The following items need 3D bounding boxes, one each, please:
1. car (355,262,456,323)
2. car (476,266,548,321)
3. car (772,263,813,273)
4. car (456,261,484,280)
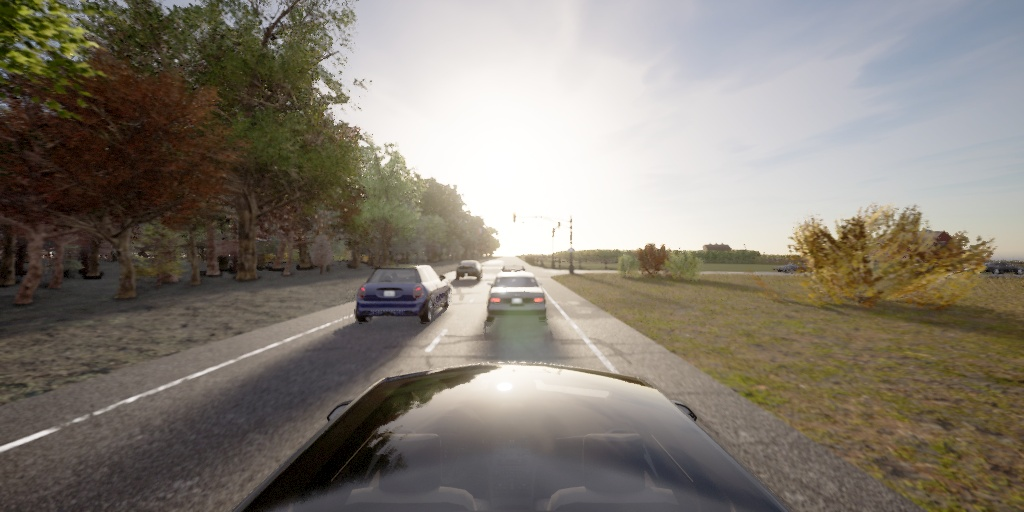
[{"bbox_3d":[-3.402,1.056,12.082,2.097,1.767,4.553,0,0,0],"label":"car"},{"bbox_3d":[0.103,1.251,12.201,2.033,1.411,5.357,0,0,-1],"label":"car"},{"bbox_3d":[37.445,1.555,47.146,5.357,1.411,2.033,1,-1,1],"label":"car"},{"bbox_3d":[-3.404,1.135,29.133,1.837,1.490,4.892,0,0,0],"label":"car"}]
